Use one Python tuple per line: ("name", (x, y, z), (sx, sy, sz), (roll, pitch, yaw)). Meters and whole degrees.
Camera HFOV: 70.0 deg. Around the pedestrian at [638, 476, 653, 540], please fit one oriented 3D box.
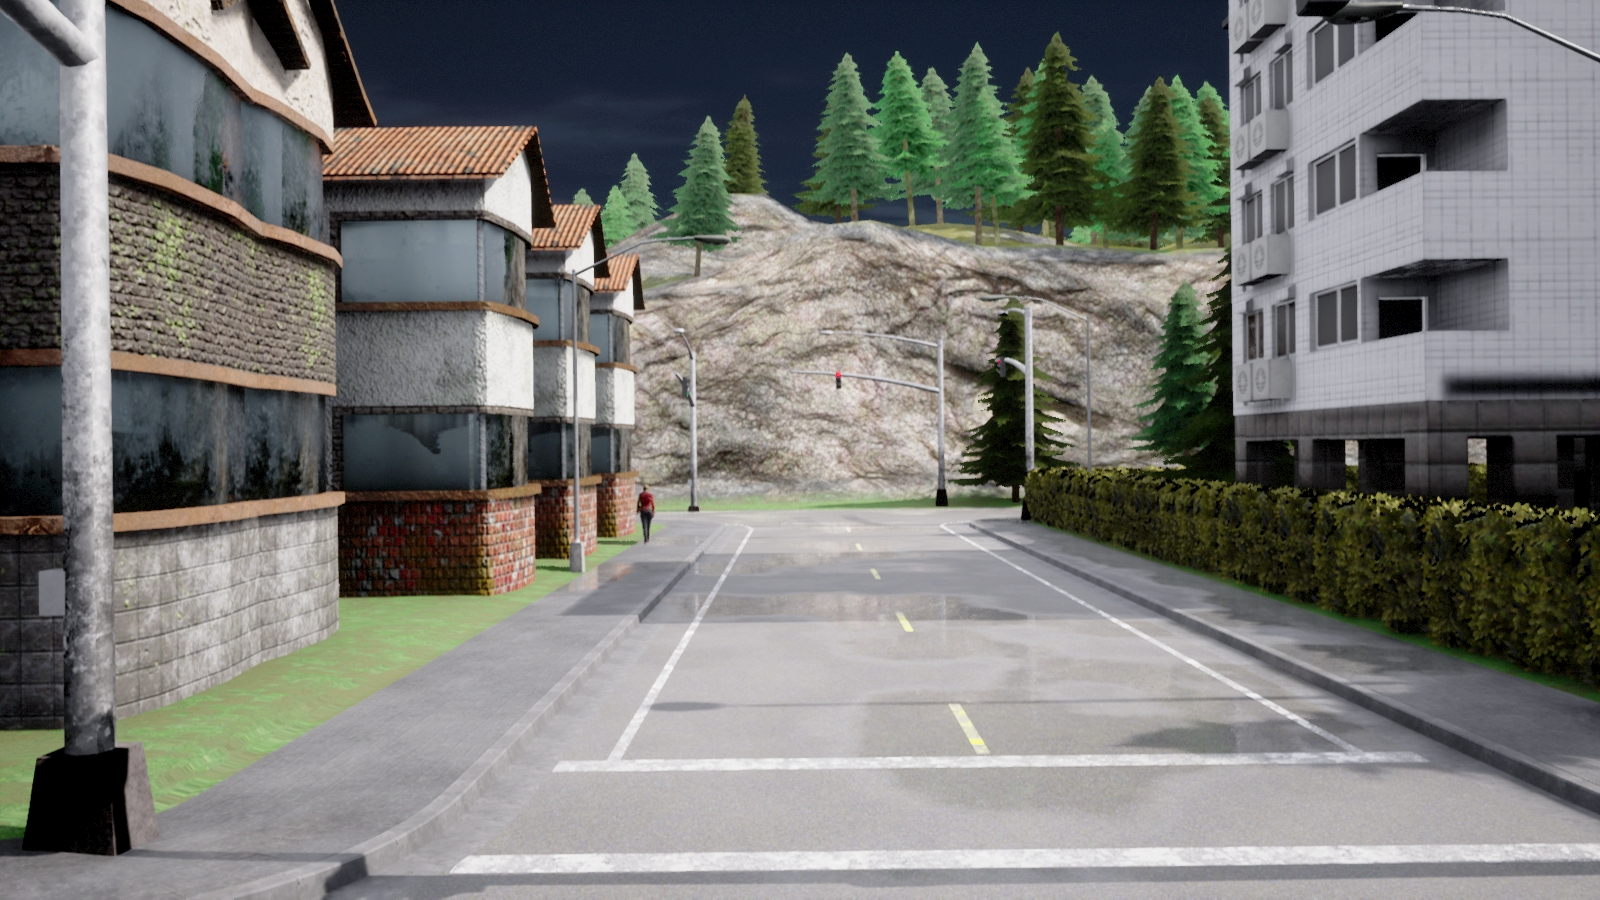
("pedestrian", (-4.573, 1.708, 33.861), (0.375, 1.860, 0.375), (-1, 0, -2))
